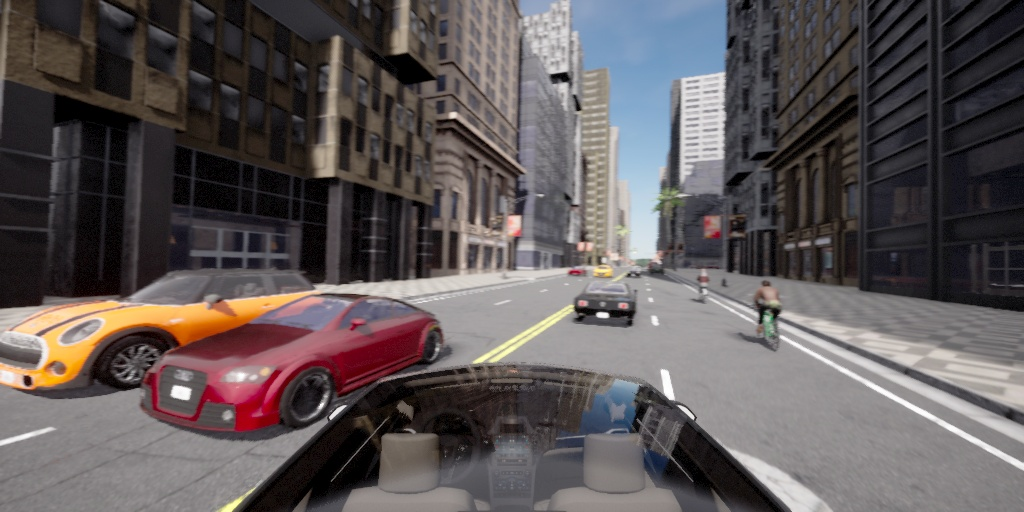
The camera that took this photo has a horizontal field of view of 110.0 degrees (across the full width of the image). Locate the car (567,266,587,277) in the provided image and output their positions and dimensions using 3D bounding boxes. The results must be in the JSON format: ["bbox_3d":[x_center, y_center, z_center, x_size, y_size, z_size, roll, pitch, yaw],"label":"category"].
[{"bbox_3d":[8.341,1.966,45.640,1.895,1.301,4.718,1,0,20],"label":"car"}]

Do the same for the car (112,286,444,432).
[{"bbox_3d":[-2.826,1.297,5.674,1.994,1.385,4.181,1,-1,20],"label":"car"}]

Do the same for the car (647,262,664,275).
[{"bbox_3d":[23.434,2.119,58.035,2.097,1.767,4.553,1,-1,20],"label":"car"}]

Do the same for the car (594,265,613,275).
[{"bbox_3d":[11.272,1.893,44.185,1.882,1.535,5.008,1,0,20],"label":"car"}]

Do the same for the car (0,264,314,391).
[{"bbox_3d":[-5.857,1.030,6.834,2.097,1.767,4.553,1,-1,20],"label":"car"}]

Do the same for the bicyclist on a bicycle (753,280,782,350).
[{"bbox_3d":[6.335,1.427,8.900,0.582,1.620,1.656,1,-1,20],"label":"bicyclist on a bicycle"}]

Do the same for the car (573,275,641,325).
[{"bbox_3d":[3.551,1.559,13.067,1.895,1.301,4.718,1,-1,20],"label":"car"}]

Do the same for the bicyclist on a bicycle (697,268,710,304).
[{"bbox_3d":[9.864,1.526,18.543,0.659,1.776,1.843,1,0,20],"label":"bicyclist on a bicycle"}]

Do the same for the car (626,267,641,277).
[{"bbox_3d":[16.125,2.141,47.446,1.895,1.301,4.718,1,0,20],"label":"car"}]
